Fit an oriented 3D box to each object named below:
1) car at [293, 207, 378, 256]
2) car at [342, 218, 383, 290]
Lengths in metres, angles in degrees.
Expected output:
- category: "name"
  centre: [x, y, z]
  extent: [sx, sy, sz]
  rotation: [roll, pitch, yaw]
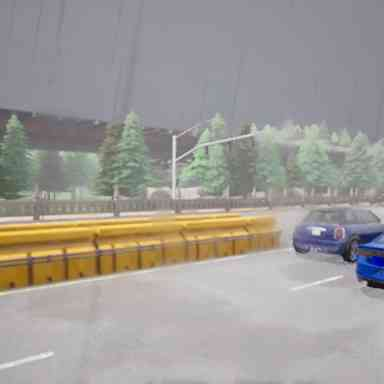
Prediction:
- category: "car"
  centre: [5.817, 1.355, 12.196]
  extent: [4.553, 1.767, 2.097]
  rotation: [0, 0, -36]
- category: "car"
  centre: [5.916, 1.479, 7.967]
  extent: [5.008, 1.535, 1.882]
  rotation: [0, 0, -35]
